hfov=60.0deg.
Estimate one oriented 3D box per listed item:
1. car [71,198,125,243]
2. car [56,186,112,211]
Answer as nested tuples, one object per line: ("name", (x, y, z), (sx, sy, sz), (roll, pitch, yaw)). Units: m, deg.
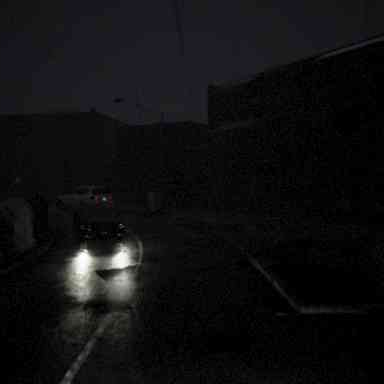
("car", (-4.427, 1.297, 15.575), (1.882, 1.535, 5.008), (0, 2, -22))
("car", (-8.679, 0.556, 26.738), (5.566, 2.045, 2.150), (1, 3, 39))
